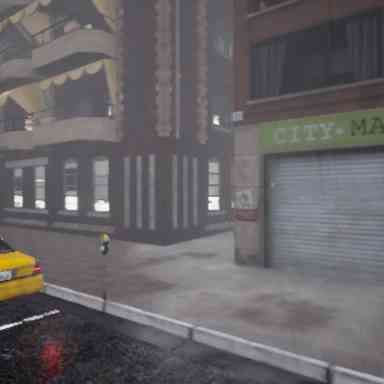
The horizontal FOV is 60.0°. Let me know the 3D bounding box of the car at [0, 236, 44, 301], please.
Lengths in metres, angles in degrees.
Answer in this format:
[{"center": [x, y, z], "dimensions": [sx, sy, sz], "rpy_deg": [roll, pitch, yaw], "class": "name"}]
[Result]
[{"center": [-5.398, 1.448, 7.288], "dimensions": [5.366, 1.575, 1.801], "rpy_deg": [0, 0, 35], "class": "car"}]
